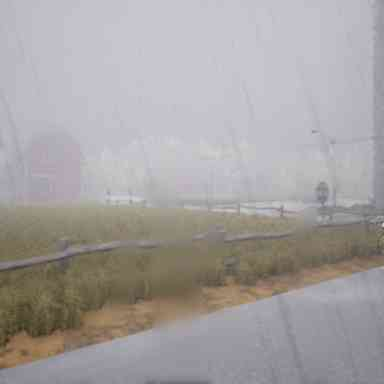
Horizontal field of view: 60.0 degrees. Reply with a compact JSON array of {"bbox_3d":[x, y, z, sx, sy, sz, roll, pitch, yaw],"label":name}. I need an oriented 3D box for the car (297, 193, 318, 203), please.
[{"bbox_3d":[22.430,1.326,60.940,2.242,1.667,4.611,0,0,-36],"label":"car"}]

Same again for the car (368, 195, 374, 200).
[{"bbox_3d":[41.983,1.086,75.208,1.905,1.878,3.866,0,0,-36],"label":"car"}]

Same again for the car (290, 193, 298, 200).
[{"bbox_3d":[25.939,1.115,79.908,1.932,1.855,4.605,0,0,-36],"label":"car"}]
